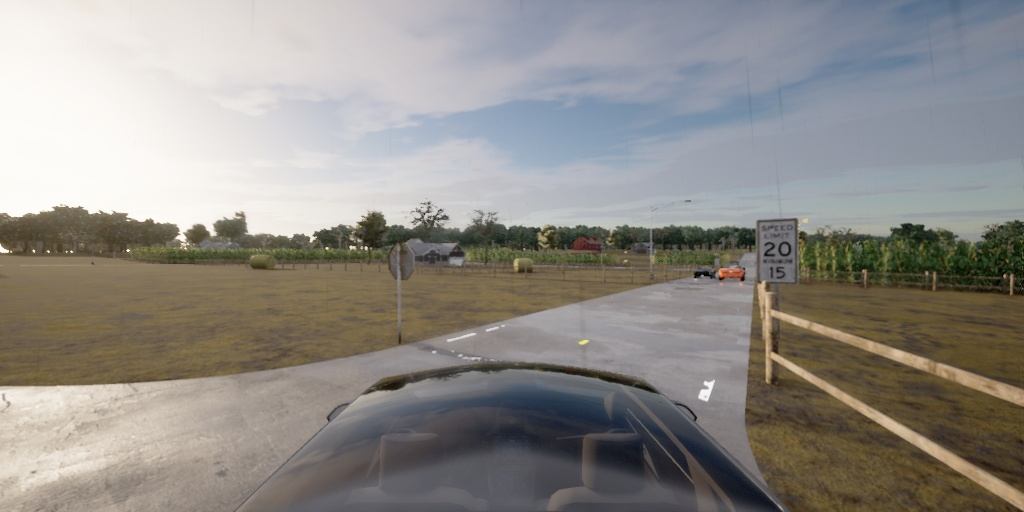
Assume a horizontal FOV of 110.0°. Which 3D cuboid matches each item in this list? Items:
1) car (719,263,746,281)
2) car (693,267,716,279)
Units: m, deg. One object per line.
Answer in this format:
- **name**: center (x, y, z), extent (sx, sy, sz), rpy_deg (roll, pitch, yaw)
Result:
- **car**: center (22.142, 1.548, 36.018), extent (2.097, 1.767, 4.553), rpy_deg (0, -1, 35)
- **car**: center (21.744, 1.870, 40.424), extent (1.895, 1.301, 4.718), rpy_deg (0, -1, 34)
